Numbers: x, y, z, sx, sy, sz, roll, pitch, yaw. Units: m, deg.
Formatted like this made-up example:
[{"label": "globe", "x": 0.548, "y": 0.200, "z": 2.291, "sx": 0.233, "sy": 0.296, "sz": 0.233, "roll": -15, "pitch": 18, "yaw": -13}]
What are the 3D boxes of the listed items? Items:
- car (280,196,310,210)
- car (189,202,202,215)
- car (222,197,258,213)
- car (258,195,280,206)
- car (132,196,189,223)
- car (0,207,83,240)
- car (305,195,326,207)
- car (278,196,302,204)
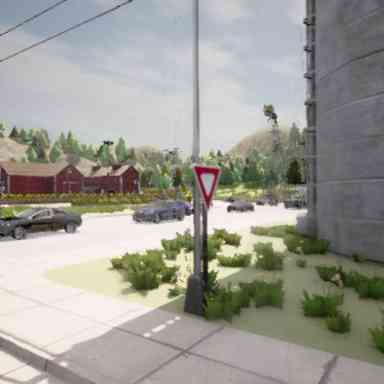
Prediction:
[{"label": "car", "x": 13.749, "y": 1.498, "z": 43.797, "sx": 1.882, "sy": 1.535, "sz": 5.008, "roll": -1, "pitch": 0, "yaw": 35}, {"label": "car", "x": -1.171, "y": 1.587, "z": 35.716, "sx": 4.611, "sy": 1.667, "sz": 2.242, "roll": -1, "pitch": 0, "yaw": 35}, {"label": "car", "x": 5.565, "y": 1.629, "z": 38.264, "sx": 1.994, "sy": 1.385, "sz": 4.181, "roll": -1, "pitch": 0, "yaw": 34}, {"label": "car", "x": 12.589, "y": 1.375, "z": 55.630, "sx": 3.866, "sy": 1.878, "sz": 1.905, "roll": -1, "pitch": 0, "yaw": 35}, {"label": "car", "x": -2.604, "y": 1.444, "z": 26.316, "sx": 2.097, "sy": 1.767, "sz": 4.553, "roll": -1, "pitch": 0, "yaw": 34}, {"label": "car", "x": -8.280, "y": 1.601, "z": 17.994, "sx": 2.128, "sy": 1.511, "sz": 4.902, "roll": -1, "pitch": 0, "yaw": 34}, {"label": "car", "x": 19.389, "y": 1.355, "z": 52.154, "sx": 2.097, "sy": 1.767, "sz": 4.553, "roll": -1, "pitch": 0, "yaw": 34}, {"label": "car", "x": 19.787, "y": 1.547, "z": 67.045, "sx": 4.193, "sy": 1.474, "sz": 1.816, "roll": -1, "pitch": 0, "yaw": 35}]
